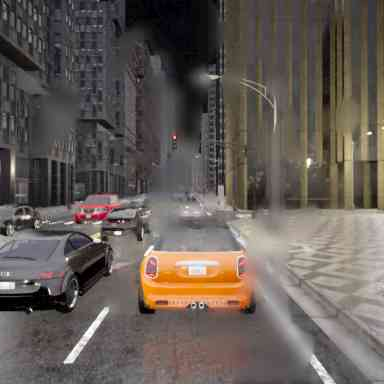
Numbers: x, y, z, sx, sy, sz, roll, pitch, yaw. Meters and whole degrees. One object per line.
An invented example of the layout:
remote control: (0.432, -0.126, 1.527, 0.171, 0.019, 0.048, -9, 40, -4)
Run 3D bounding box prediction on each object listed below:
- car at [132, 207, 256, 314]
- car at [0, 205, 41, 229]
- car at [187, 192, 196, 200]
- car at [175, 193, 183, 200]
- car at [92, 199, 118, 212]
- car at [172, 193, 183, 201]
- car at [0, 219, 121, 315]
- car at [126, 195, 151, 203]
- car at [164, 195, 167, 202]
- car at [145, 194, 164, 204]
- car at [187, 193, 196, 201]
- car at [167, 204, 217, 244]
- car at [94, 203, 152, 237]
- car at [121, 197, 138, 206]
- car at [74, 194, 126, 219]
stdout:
car: (0.096, 1.350, 7.764, 2.097, 1.767, 4.553, 0, 0, 0)
car: (-9.868, 1.492, 17.899, 1.837, 1.490, 4.892, 0, 0, 0)
car: (-0.088, 0.982, 84.287, 2.097, 1.767, 4.553, 0, 0, 0)
car: (-3.338, 1.126, 84.315, 1.837, 1.490, 4.892, 0, 0, 0)
car: (-9.890, 1.513, 38.119, 1.994, 1.385, 4.181, 0, 0, 0)
car: (-3.327, 1.176, 74.279, 2.097, 1.767, 4.553, 0, 0, 0)
car: (-3.164, 1.562, 7.667, 1.994, 1.385, 4.181, 0, 0, 0)
car: (-6.655, 1.464, 41.826, 1.812, 1.442, 4.674, 0, 0, 0)
car: (-6.577, 1.372, 73.283, 2.033, 1.411, 5.357, 0, 0, 0)
car: (-6.641, 1.430, 58.729, 2.033, 1.411, 5.357, 0, 0, 0)
car: (-0.077, 1.345, 74.313, 1.812, 1.442, 4.674, 0, 0, 0)
car: (0.015, 1.480, 16.770, 2.128, 1.511, 4.902, 0, 0, 1)
car: (-3.165, 1.494, 16.563, 1.837, 1.490, 4.892, 0, 0, 0)
car: (-9.896, 1.504, 53.121, 1.895, 1.301, 4.718, 0, 0, 0)
car: (-6.624, 1.201, 24.004, 2.150, 2.045, 5.566, 0, 0, 0)
